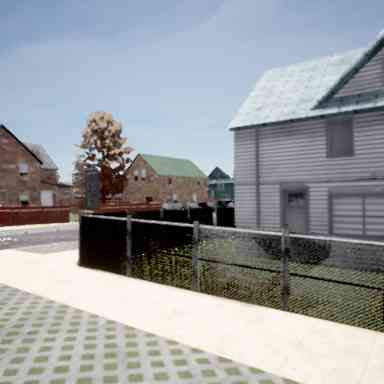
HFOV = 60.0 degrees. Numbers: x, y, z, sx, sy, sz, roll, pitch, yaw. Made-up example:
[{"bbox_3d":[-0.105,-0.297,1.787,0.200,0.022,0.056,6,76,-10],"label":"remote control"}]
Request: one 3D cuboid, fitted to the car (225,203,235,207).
[{"bbox_3d":[4.735,1.938,36.480,2.033,1.411,5.357,-1,-1,35],"label":"car"}]
